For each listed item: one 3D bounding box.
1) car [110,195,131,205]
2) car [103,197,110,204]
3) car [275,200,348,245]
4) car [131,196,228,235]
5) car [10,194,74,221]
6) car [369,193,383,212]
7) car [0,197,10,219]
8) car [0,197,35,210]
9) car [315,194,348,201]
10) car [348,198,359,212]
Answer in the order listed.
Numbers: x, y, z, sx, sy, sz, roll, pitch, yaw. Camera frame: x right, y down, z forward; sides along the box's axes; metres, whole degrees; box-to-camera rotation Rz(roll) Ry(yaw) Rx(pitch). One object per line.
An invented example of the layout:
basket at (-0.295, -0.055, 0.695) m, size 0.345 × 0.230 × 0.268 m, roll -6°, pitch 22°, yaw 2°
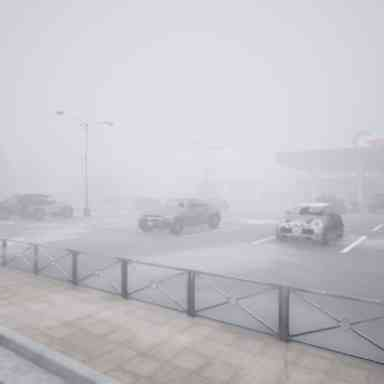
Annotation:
car at (-10.863, 1.309, 56.404) m, size 2.152 × 1.636 × 5.027 m, roll 0°, pitch 0°, yaw 35°
car at (-13.448, 1.316, 58.182) m, size 2.007 × 1.523 × 4.514 m, roll 0°, pitch 0°, yaw 35°
car at (4.943, 1.244, 13.841) m, size 1.970 × 1.475 × 3.806 m, roll 0°, pitch 0°, yaw 35°
car at (-0.471, 1.160, 17.302) m, size 2.152 × 1.636 × 5.027 m, roll 0°, pitch 0°, yaw 35°
car at (-10.890, 1.072, 24.727) m, size 1.905 × 1.878 × 3.866 m, roll 0°, pitch 0°, yaw 35°
car at (19.417, 1.089, 34.136) m, size 1.905 × 1.878 × 3.866 m, roll 0°, pitch 0°, yaw 35°
car at (-13.496, 1.090, 26.078) m, size 1.932 × 1.855 × 4.605 m, roll 0°, pitch 0°, yaw 35°
car at (-21.816, 1.363, 41.289) m, size 1.970 × 1.475 × 3.806 m, roll 0°, pitch 0°, yaw 35°
car at (12.174, 1.107, 29.637) m, size 1.932 × 1.855 × 4.605 m, roll 0°, pitch 0°, yaw 35°
car at (17.064, 1.370, 36.564) m, size 1.970 × 1.475 × 3.806 m, roll 0°, pitch 0°, yaw 35°
